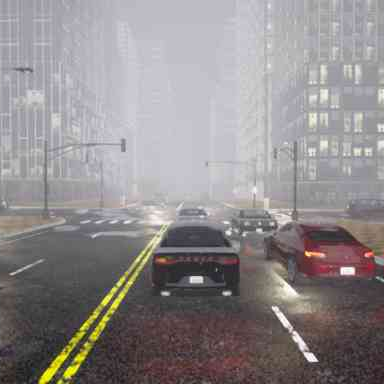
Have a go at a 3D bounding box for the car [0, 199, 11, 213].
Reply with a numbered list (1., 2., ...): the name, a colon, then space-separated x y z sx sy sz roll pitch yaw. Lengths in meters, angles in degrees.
1. car: -20.751 1.046 32.328 5.566 2.045 2.150 1 1 1

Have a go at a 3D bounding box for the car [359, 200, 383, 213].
1. car: 21.684 1.633 37.564 4.829 1.417 1.752 1 0 1

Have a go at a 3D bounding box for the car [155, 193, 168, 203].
1. car: -6.733 1.144 68.572 2.150 2.045 5.566 0 1 0

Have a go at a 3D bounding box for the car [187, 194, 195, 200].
1. car: -0.303 1.245 90.411 2.128 1.511 4.902 0 0 0

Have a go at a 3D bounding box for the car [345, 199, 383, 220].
1. car: 16.103 1.512 29.259 5.009 1.841 2.192 1 0 1

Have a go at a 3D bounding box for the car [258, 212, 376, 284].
1. car: 3.319 1.519 9.396 1.812 1.442 4.674 0 0 0

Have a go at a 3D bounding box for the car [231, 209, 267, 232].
1. car: 3.288 1.586 18.515 1.895 1.301 4.718 0 0 0

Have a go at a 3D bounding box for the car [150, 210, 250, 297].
1. car: 0.067 1.471 8.631 1.882 1.535 5.008 0 0 0

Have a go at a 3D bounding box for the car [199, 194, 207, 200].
1. car: 2.947 1.245 90.421 2.128 1.511 4.902 0 0 0

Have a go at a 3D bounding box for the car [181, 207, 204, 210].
1. car: 0.036 1.533 18.452 2.033 1.411 5.357 0 0 0

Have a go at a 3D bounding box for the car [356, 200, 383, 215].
1. car: 20.020 1.662 34.988 4.674 1.442 1.812 0 1 1

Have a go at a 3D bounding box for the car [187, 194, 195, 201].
1. car: -0.268 1.376 79.994 1.882 1.535 5.008 0 0 0

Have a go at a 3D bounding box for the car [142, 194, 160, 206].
1. car: -6.764 1.512 52.891 1.994 1.385 4.181 0 0 0

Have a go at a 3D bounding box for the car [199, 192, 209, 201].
1. car: 2.982 1.123 80.034 2.150 2.045 5.566 0 0 0
